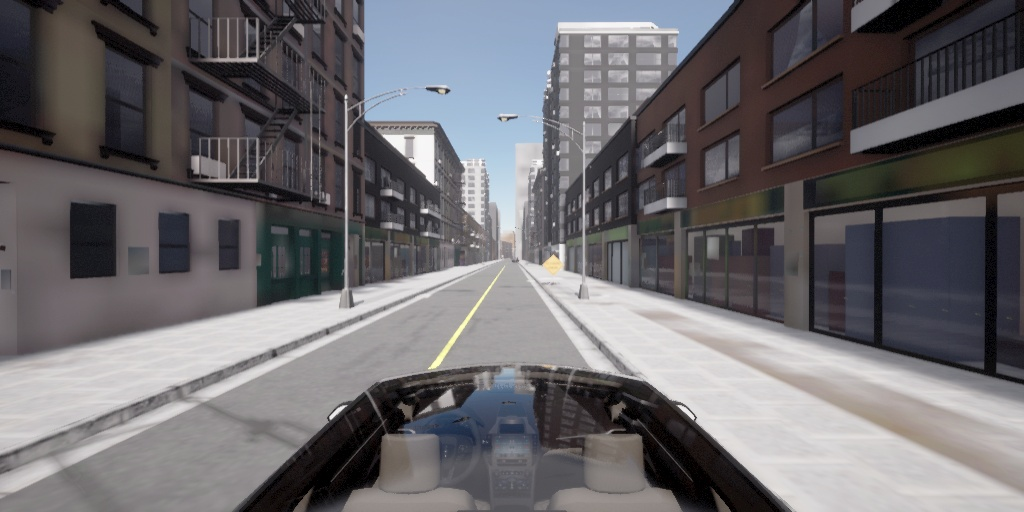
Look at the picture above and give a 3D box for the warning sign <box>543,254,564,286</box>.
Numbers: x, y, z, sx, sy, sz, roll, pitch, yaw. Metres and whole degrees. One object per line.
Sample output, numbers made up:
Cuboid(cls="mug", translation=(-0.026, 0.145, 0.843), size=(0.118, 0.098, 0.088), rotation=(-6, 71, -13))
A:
Cuboid(cls="warning sign", translation=(2.518, 0.842, 21.926), size=(1.300, 1.860, 1.060), rotation=(0, 0, 0))
